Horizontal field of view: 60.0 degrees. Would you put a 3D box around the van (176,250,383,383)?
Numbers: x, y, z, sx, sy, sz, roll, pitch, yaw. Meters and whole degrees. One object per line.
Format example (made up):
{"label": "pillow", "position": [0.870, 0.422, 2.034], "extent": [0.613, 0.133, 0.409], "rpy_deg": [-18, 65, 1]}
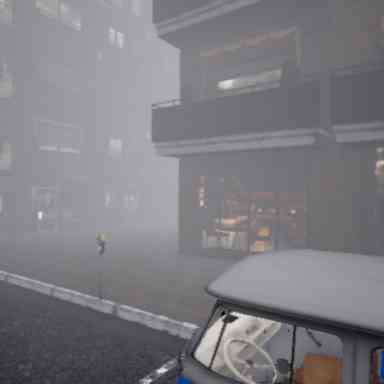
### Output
{"label": "van", "position": [1.704, 1.340, 1.644], "extent": [3.998, 1.788, 1.690], "rpy_deg": [0, 1, 36]}
